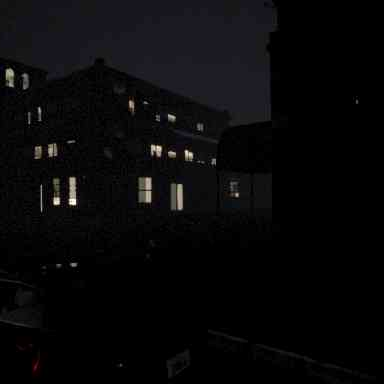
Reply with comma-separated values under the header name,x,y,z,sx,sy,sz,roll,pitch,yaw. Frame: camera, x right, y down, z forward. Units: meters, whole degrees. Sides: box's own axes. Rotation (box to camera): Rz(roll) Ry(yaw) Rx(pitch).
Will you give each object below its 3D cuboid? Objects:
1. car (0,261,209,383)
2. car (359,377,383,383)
name,x,y,z,sx,sy,sz,roll,pitch,yaw
car,-1.811,1.567,4.178,4.313,1.339,1.947,0,-1,35
car,2.706,1.544,0.960,4.507,1.381,1.887,0,-1,35
